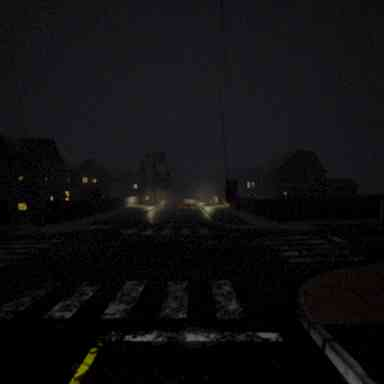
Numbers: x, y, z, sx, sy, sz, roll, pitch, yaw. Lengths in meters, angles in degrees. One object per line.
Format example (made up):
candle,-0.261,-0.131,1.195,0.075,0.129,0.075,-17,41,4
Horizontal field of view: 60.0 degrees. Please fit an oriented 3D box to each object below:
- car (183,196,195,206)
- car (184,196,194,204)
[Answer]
car,-0.529,1.613,56.834,1.812,1.442,4.674,0,0,-1
car,-0.686,1.630,66.862,1.882,1.535,5.008,0,0,-2
